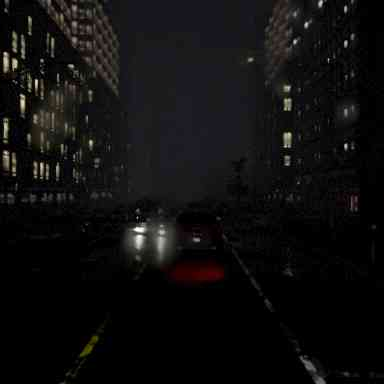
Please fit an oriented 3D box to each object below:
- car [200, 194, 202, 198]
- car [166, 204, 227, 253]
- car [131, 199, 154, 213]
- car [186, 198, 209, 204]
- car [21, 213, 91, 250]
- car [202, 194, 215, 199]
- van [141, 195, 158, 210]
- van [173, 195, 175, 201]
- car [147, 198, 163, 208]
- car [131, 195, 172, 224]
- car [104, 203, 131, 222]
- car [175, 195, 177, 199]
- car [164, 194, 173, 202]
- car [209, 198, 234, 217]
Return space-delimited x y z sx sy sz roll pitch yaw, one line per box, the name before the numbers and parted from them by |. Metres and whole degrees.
car | 3.103 1.553 65.405 1.802 1.307 4.206 0 0 0
car | 0.177 1.475 13.725 1.882 1.535 5.008 0 0 0
car | -5.460 1.521 37.013 1.887 1.381 4.507 0 0 0
car | 0.288 1.554 30.972 1.994 1.385 4.181 0 0 0
car | -5.607 1.568 14.244 1.802 1.307 4.206 0 0 0
car | 3.031 1.421 54.021 1.967 1.590 4.097 0 0 0
van | -5.422 1.314 42.706 1.690 1.788 3.998 0 0 0
van | -5.238 1.291 71.166 1.690 1.788 3.998 0 0 0
car | -5.387 1.551 48.398 1.802 1.307 4.206 0 0 0
car | -2.932 1.339 24.932 2.097 1.767 4.553 0 0 1
car | -5.534 1.533 25.629 2.008 1.369 4.403 0 0 0
car | -5.203 1.510 76.859 1.947 1.339 4.313 0 0 0
car | -5.276 1.395 65.473 1.967 1.590 4.097 0 0 0
car | 2.883 1.561 31.255 1.947 1.339 4.313 0 0 0
